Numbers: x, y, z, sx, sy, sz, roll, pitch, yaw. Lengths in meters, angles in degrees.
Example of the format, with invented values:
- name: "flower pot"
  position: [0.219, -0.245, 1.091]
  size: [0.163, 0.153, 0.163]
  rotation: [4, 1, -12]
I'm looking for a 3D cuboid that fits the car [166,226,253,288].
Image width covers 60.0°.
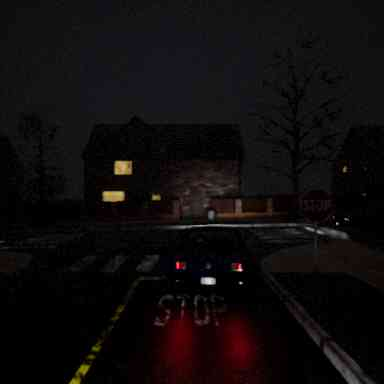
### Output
- name: "car"
  position: [0.643, 1.605, 9.265]
  size: [1.895, 1.301, 4.718]
  rotation: [0, 0, 8]

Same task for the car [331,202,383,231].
- name: "car"
  position: [10.429, 1.239, 17.895]
  size: [5.357, 1.411, 2.033]
  rotation: [-1, 1, -1]
